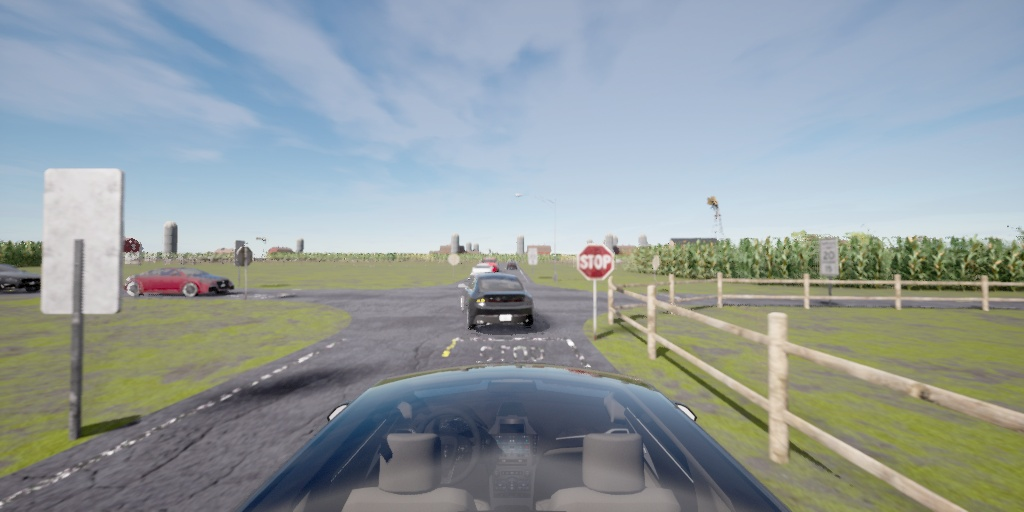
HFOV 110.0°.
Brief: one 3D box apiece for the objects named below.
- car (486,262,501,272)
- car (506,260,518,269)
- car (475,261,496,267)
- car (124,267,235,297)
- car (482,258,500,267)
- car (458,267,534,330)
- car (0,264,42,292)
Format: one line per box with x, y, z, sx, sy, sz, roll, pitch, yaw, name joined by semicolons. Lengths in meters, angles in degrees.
-2.846;1.658;55.547;2.033;1.411;5.357;0;0;0;car
-0.023;1.664;63.755;1.837;1.490;4.892;0;0;0;car
-2.856;1.507;34.959;1.812;1.442;4.674;0;0;0;car
-16.247;1.244;17.667;4.181;1.385;1.994;1;-1;-1;car
-2.858;1.267;44.904;2.150;2.045;5.566;0;0;0;car
-0.623;1.316;11.600;1.837;1.490;4.892;1;1;-11;car
-26.127;1.082;17.710;4.892;1.490;1.837;0;-1;0;car
